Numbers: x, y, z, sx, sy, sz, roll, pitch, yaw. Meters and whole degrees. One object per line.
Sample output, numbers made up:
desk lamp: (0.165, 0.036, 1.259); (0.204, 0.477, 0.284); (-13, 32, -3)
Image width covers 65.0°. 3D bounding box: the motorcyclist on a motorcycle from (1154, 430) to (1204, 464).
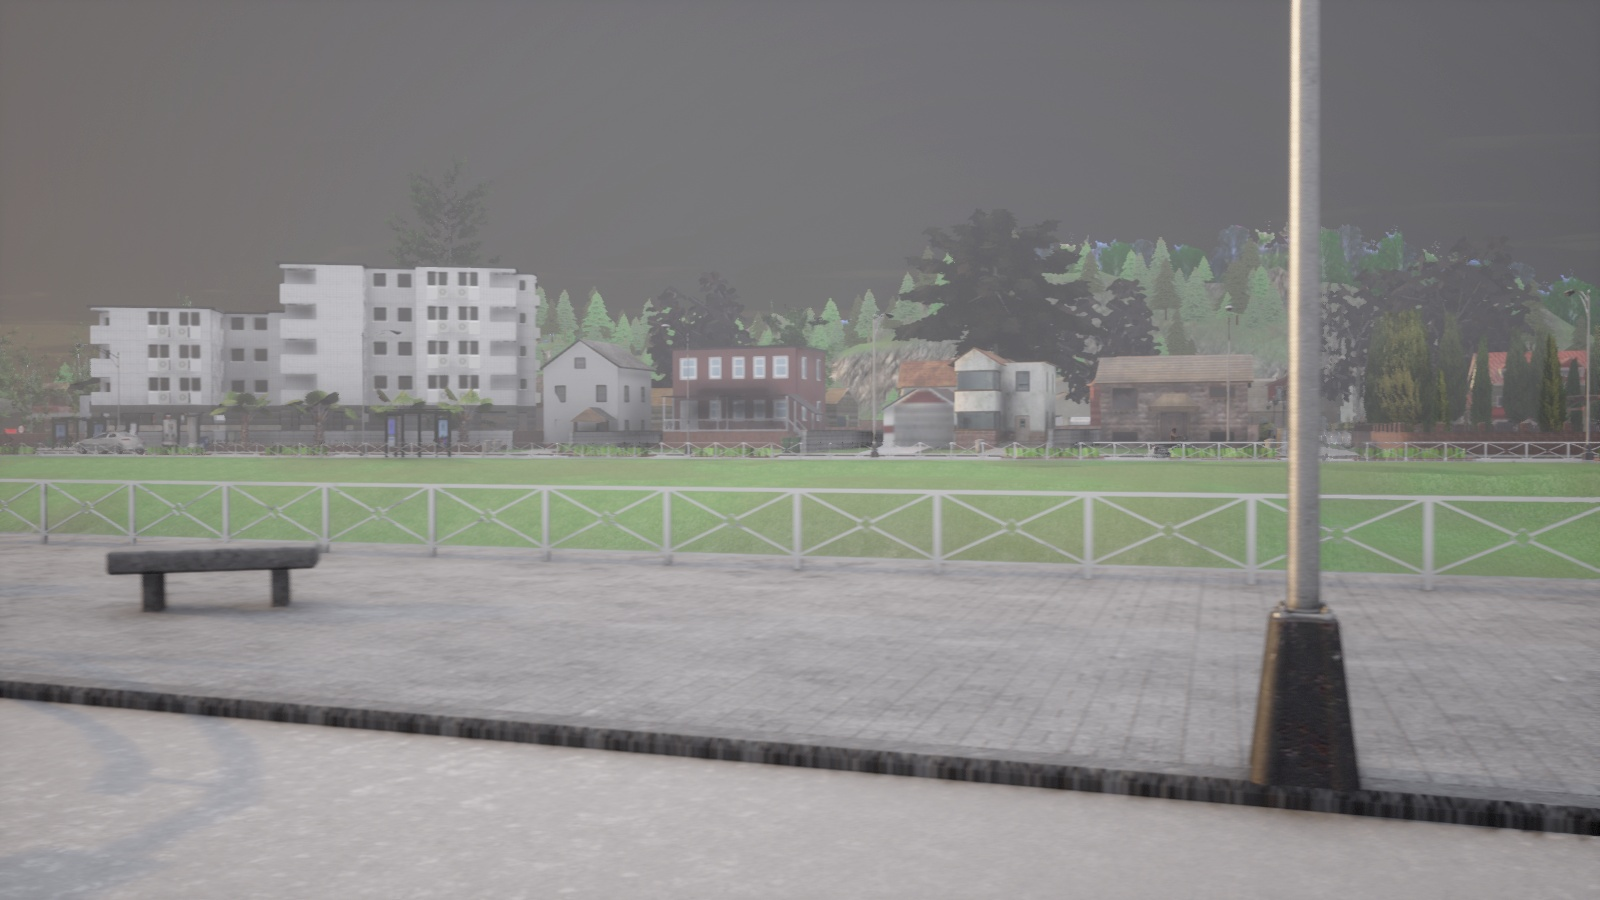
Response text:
motorcyclist on a motorcycle: (18.844, -0.152, 62.463); (2.350, 1.649, 0.766); (1, 1, 19)
